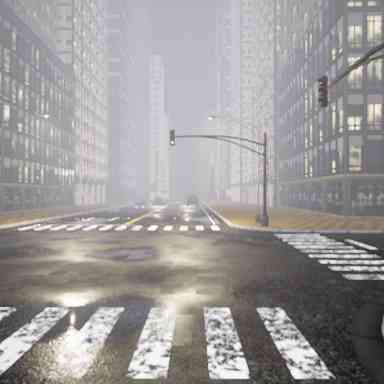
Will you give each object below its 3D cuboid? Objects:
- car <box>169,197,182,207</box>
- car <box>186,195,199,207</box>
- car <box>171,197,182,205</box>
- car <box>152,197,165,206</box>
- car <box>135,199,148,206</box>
[{"bbox_3d":[-3.154,2.007,59.932,1.895,1.301,4.718,0,0,0],"label":"car"},{"bbox_3d":[0.096,1.628,59.930,2.150,2.045,5.566,0,0,0],"label":"car"},{"bbox_3d":[-3.138,1.851,69.905,2.128,1.511,4.902,0,-1,0],"label":"car"},{"bbox_3d":[-6.398,1.795,64.107,2.097,1.767,4.553,0,-1,0],"label":"car"},{"bbox_3d":[-9.647,1.990,64.081,2.033,1.411,5.357,0,-1,0],"label":"car"}]
